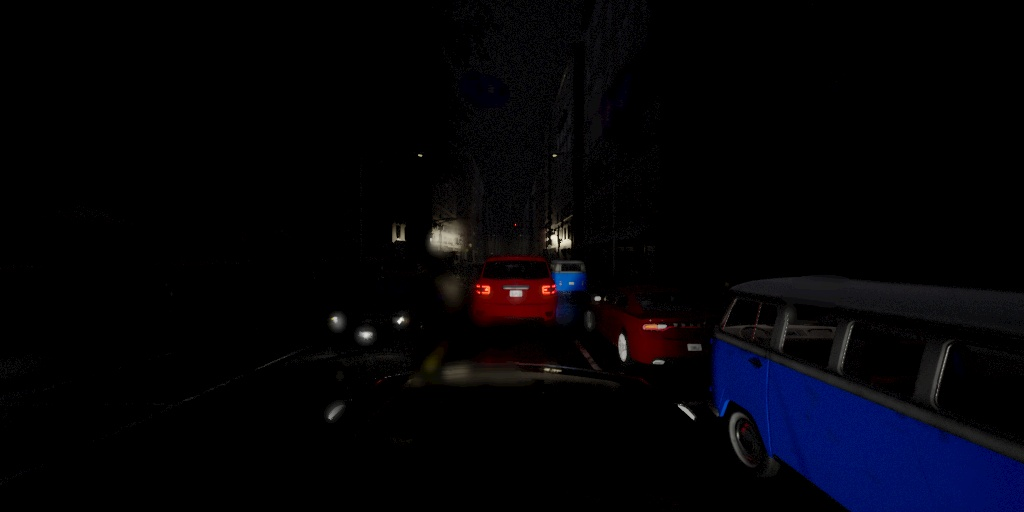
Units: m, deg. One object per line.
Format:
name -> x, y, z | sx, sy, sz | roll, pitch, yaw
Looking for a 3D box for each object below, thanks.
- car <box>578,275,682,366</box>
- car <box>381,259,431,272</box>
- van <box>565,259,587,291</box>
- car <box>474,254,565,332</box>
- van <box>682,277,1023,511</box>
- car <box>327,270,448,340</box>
car -> 2.863, 1.294, 7.840 | 1.888, 1.381, 4.507 | 0, 0, 0
car -> -5.649, 1.060, 19.131 | 2.192, 1.841, 5.009 | 0, 0, 0
van -> 2.876, 1.086, 19.161 | 1.690, 1.789, 3.998 | 0, 0, 0
car -> 0.111, 0.970, 11.061 | 2.150, 2.045, 5.566 | 0, 0, 0
van -> 2.856, 1.091, 2.179 | 1.690, 1.789, 3.998 | 0, 0, 0
car -> -3.090, 1.296, 10.275 | 2.033, 1.411, 5.357 | 0, 0, 0
